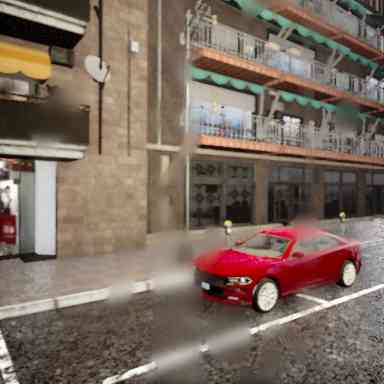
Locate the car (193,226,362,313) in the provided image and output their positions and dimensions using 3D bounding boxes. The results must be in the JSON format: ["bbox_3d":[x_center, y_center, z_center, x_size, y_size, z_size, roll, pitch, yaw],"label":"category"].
[{"bbox_3d":[2.088,1.518,7.583,4.507,1.381,1.887,0,1,-36],"label":"car"}]
